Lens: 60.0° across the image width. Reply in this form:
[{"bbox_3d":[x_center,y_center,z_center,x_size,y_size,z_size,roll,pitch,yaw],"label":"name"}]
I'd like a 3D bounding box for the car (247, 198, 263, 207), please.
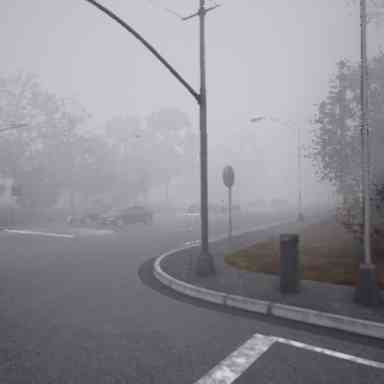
[{"bbox_3d":[10.760,1.688,55.056,1.882,1.535,5.008,-1,0,33],"label":"car"}]

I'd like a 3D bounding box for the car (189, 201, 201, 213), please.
[{"bbox_3d":[1.332,1.795,40.459,1.994,1.385,4.181,-1,0,33],"label":"car"}]

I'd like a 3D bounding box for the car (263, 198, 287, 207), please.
[{"bbox_3d":[13.711,1.686,53.173,2.128,1.511,4.902,-1,0,33],"label":"car"}]

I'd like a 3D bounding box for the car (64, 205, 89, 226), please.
[{"bbox_3d":[-7.694,1.746,26.329,2.128,1.511,4.902,-1,0,33],"label":"car"}]

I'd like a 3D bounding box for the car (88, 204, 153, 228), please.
[{"bbox_3d":[-4.832,1.710,24.306,1.837,1.490,4.892,-1,0,33],"label":"car"}]

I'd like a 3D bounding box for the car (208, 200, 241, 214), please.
[{"bbox_3d":[4.057,1.710,38.225,1.812,1.442,4.674,-1,0,33],"label":"car"}]
